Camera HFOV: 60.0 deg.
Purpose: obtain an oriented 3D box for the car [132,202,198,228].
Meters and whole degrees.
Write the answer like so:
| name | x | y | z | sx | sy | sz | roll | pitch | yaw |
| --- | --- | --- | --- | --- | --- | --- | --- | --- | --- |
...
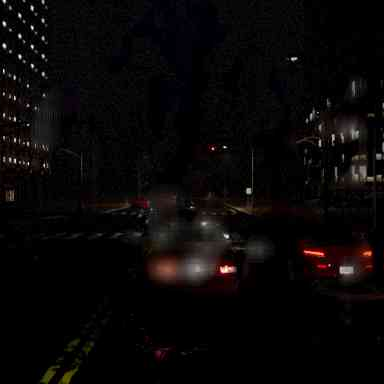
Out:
| name | x | y | z | sx | sy | sz | roll | pitch | yaw |
| --- | --- | --- | --- | --- | --- | --- | --- | --- | --- |
| car | -1.378 | 1.571 | 20.953 | 1.994 | 1.385 | 4.181 | 0 | -1 | 38 |

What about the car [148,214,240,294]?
| name | x | y | z | sx | sy | sz | roll | pitch | yaw |
| --- | --- | --- | --- | --- | --- | --- | --- | --- | --- |
| car | 0.087 | 1.544 | 8.904 | 2.033 | 1.411 | 5.357 | 0 | 0 | 0 |

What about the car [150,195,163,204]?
| name | x | y | z | sx | sy | sz | roll | pitch | yaw |
| --- | --- | --- | --- | --- | --- | --- | --- | --- | --- |
| car | -6.681 | 1.427 | 62.562 | 1.837 | 1.490 | 4.892 | 0 | 0 | 0 |

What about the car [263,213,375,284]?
| name | x | y | z | sx | sy | sz | roll | pitch | yaw |
| --- | --- | --- | --- | --- | --- | --- | --- | --- | --- |
| car | 3.336 | 1.522 | 9.489 | 1.812 | 1.442 | 4.674 | 0 | 0 | 0 |

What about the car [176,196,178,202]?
| name | x | y | z | sx | sy | sz | roll | pitch | yaw |
| --- | --- | --- | --- | --- | --- | --- | --- | --- | --- |
| car | -3.419 | 1.455 | 49.547 | 1.837 | 1.490 | 4.892 | 0 | 0 | 0 |

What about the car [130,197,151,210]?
| name | x | y | z | sx | sy | sz | roll | pitch | yaw |
| --- | --- | --- | --- | --- | --- | --- | --- | --- | --- |
| car | -6.662 | 1.441 | 42.276 | 1.882 | 1.535 | 5.008 | 0 | 0 | 0 |

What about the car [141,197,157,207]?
| name | x | y | z | sx | sy | sz | roll | pitch | yaw |
| --- | --- | --- | --- | --- | --- | --- | --- | --- | --- |
| car | -6.676 | 1.470 | 52.197 | 1.812 | 1.442 | 4.674 | 0 | 0 | 0 |

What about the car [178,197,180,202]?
| name | x | y | z | sx | sy | sz | roll | pitch | yaw |
| --- | --- | --- | --- | --- | --- | --- | --- | --- | --- |
| car | -3.425 | 1.421 | 59.167 | 2.128 | 1.511 | 4.902 | 0 | 0 | 0 |

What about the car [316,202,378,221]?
| name | x | y | z | sx | sy | sz | roll | pitch | yaw |
| --- | --- | --- | --- | --- | --- | --- | --- | --- | --- |
| car | 12.429 | 1.562 | 26.882 | 4.674 | 1.442 | 1.812 | 0 | 1 | 2 |

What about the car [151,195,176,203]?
| name | x | y | z | sx | sy | sz | roll | pitch | yaw |
| --- | --- | --- | --- | --- | --- | --- | --- | --- | --- |
| car | -3.407 | 1.319 | 40.655 | 2.097 | 1.767 | 4.553 | 0 | 0 | 0 |

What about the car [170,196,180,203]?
| name | x | y | z | sx | sy | sz | roll | pitch | yaw |
| --- | --- | --- | --- | --- | --- | --- | --- | --- | --- |
| car | -3.441 | 1.471 | 69.293 | 1.994 | 1.385 | 4.181 | 0 | 0 | -1 |
